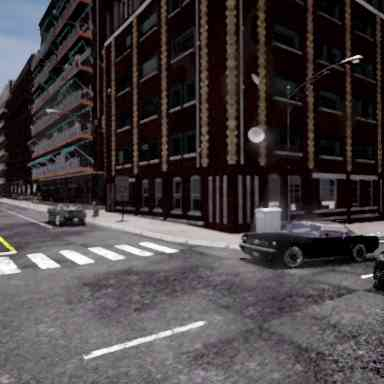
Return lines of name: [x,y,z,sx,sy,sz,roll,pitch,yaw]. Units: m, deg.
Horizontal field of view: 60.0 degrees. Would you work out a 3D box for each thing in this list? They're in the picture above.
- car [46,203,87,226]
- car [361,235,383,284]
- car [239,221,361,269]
car: [-8.238,1.395,21.706,2.008,1.369,4.403,1,0,-36]
car: [6.286,1.606,8.165,4.181,1.385,1.994,1,-1,-36]
car: [3.956,1.662,11.184,4.718,1.301,1.895,2,-2,-27]
